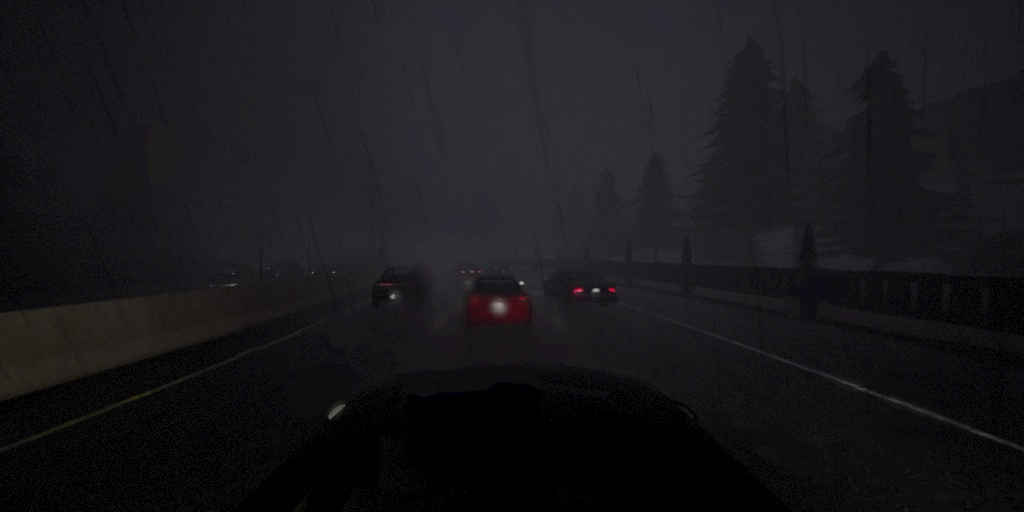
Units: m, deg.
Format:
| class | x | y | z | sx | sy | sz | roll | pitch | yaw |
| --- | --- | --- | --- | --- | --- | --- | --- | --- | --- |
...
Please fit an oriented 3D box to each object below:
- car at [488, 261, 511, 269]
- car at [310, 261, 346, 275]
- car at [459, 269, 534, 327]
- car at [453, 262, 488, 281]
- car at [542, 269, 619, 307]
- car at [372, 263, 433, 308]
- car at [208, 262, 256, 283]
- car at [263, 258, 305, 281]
| class | x | y | z | sx | sy | sz | roll | pitch | yaw |
| --- | --- | --- | --- | --- | --- | --- | --- | --- | --- |
| car | -1.379 | 1.187 | 33.722 | 1.812 | 1.442 | 4.674 | 0 | 0 | -17 |
| car | -14.609 | 1.298 | 28.659 | 1.895 | 1.301 | 4.718 | 0 | 0 | -17 |
| car | -0.508 | 1.287 | 11.448 | 1.994 | 1.385 | 4.181 | 0 | 0 | -5 |
| car | -3.636 | 1.225 | 29.138 | 2.033 | 1.411 | 5.357 | 0 | 0 | -15 |
| car | 2.650 | 1.255 | 15.150 | 2.033 | 1.411 | 5.357 | 0 | 0 | -7 |
| car | -4.424 | 1.211 | 14.950 | 2.128 | 1.511 | 4.902 | 0 | 0 | -7 |
| car | -21.797 | 1.235 | 28.139 | 1.812 | 1.442 | 4.674 | 0 | 0 | -18 |
| car | -18.602 | 1.193 | 29.601 | 2.128 | 1.511 | 4.902 | 0 | 0 | -18 |
